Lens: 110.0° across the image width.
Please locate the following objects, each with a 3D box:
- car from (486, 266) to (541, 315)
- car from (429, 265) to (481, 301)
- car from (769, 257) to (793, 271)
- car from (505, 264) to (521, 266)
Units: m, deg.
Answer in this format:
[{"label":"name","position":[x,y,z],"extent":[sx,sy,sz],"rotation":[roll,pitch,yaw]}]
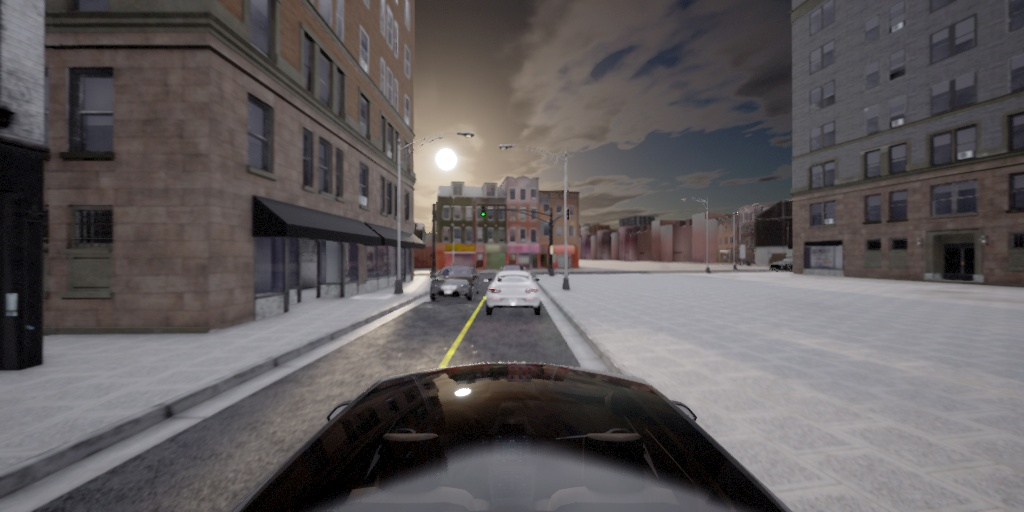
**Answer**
[{"label":"car","position":[0.065,1.240,13.330],"extent":[1.812,1.442,4.674],"rotation":[0,-1,1]},{"label":"car","position":[-2.574,1.195,17.008],"extent":[2.128,1.511,4.902],"rotation":[0,0,0]},{"label":"car","position":[33.120,0.905,42.548],"extent":[4.553,1.767,2.097],"rotation":[0,0,-9]},{"label":"car","position":[0.066,1.241,26.141],"extent":[1.994,1.385,4.181],"rotation":[0,0,1]}]
